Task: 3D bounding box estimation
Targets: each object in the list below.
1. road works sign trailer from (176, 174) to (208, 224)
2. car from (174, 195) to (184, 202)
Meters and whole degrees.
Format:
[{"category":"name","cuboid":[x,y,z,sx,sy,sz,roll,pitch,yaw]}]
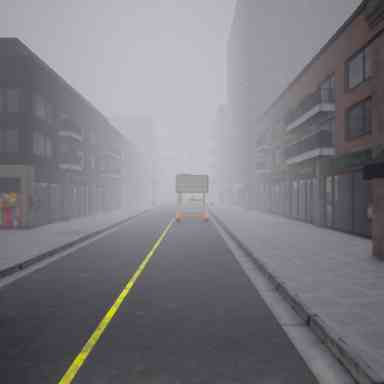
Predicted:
[{"category":"road works sign trailer","cuboid":[0.015,0.458,24.850,2.380,3.560,2.880,0,0,0]},{"category":"car","cuboid":[-3.000,1.531,76.742,1.837,1.490,4.892,0,0,0]}]
